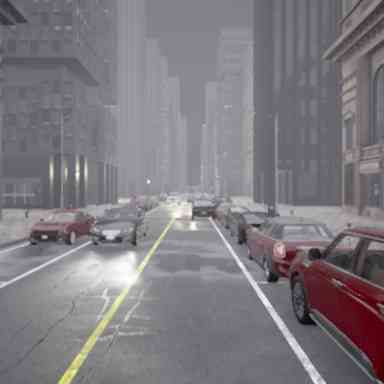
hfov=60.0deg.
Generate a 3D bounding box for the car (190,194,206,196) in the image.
[{"bbox_3d":[0.871,1.368,43.861,1.801,1.575,5.366,0,0,0],"label":"car"}]

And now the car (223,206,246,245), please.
[{"bbox_3d":[2.756,1.535,15.270,1.947,1.339,4.313,0,0,0],"label":"car"}]

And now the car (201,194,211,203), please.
[{"bbox_3d":[2.744,1.311,65.686,1.967,1.590,4.097,0,0,0],"label":"car"}]

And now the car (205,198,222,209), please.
[{"bbox_3d":[2.750,1.479,43.279,1.947,1.339,4.313,0,0,0],"label":"car"}]

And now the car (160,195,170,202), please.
[{"bbox_3d":[-5.782,1.386,71.115,1.752,1.417,4.829,0,0,0],"label":"car"}]

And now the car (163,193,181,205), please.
[{"bbox_3d":[-3.076,1.106,55.645,2.150,2.045,5.566,0,0,0],"label":"car"}]

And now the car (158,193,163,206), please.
[{"bbox_3d":[-5.777,1.343,48.876,1.967,1.590,4.097,0,0,0],"label":"car"}]

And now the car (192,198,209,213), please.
[{"bbox_3d":[0.891,1.430,37.671,1.837,1.490,4.892,0,0,0],"label":"car"}]

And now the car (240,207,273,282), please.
[{"bbox_3d":[2.757,1.420,9.668,1.967,1.590,4.097,0,0,0],"label":"car"}]

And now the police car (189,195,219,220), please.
[{"bbox_3d":[0.893,1.369,27.780,1.930,1.638,5.238,0,0,0],"label":"police car"}]

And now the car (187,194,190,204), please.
[{"bbox_3d":[-0.014,1.478,62.072,1.895,1.301,4.718,0,0,0],"label":"car"}]

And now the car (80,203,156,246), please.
[{"bbox_3d":[-3.103,1.461,15.138,2.128,1.511,4.902,0,0,0],"label":"car"}]

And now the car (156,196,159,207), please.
[{"bbox_3d":[-5.776,1.480,43.274,1.947,1.339,4.313,0,0,0],"label":"car"}]

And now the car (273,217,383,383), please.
[{"bbox_3d":[2.758,1.306,4.067,2.192,1.841,5.009,0,0,0],"label":"car"}]

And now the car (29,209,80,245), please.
[{"bbox_3d":[-5.769,1.514,15.263,1.887,1.381,4.507,0,0,0],"label":"car"}]

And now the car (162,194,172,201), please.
[{"bbox_3d":[-5.784,1.290,76.887,1.967,1.590,4.097,0,0,0],"label":"car"}]

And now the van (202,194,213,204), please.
[{"bbox_3d":[2.745,1.222,60.084,1.690,1.788,3.998,0,0,0],"label":"van"}]

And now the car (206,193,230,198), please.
[{"bbox_3d":[2.751,1.250,32.076,2.192,1.841,5.009,0,0,0],"label":"car"}]

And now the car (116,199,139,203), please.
[{"bbox_3d":[-5.772,1.498,26.468,2.008,1.369,4.403,0,0,0],"label":"car"}]

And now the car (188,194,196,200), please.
[{"bbox_3d":[-0.017,1.161,78.828,1.837,1.490,4.892,0,0,0],"label":"car"}]

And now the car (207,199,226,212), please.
[{"bbox_3d":[2.751,1.506,37.678,1.802,1.307,4.206,0,0,0],"label":"car"}]

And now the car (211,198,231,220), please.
[{"bbox_3d":[2.753,1.472,26.643,1.752,1.417,4.829,0,0,0],"label":"car"}]

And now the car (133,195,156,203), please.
[{"bbox_3d":[-5.775,1.240,37.672,2.192,1.841,5.009,0,0,0],"label":"car"}]

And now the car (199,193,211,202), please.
[{"bbox_3d":[2.742,1.175,71.288,2.192,1.841,5.009,0,0,0],"label":"car"}]

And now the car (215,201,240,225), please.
[{"bbox_3d":[2.755,1.508,20.872,2.008,1.369,4.403,0,0,0],"label":"car"}]
